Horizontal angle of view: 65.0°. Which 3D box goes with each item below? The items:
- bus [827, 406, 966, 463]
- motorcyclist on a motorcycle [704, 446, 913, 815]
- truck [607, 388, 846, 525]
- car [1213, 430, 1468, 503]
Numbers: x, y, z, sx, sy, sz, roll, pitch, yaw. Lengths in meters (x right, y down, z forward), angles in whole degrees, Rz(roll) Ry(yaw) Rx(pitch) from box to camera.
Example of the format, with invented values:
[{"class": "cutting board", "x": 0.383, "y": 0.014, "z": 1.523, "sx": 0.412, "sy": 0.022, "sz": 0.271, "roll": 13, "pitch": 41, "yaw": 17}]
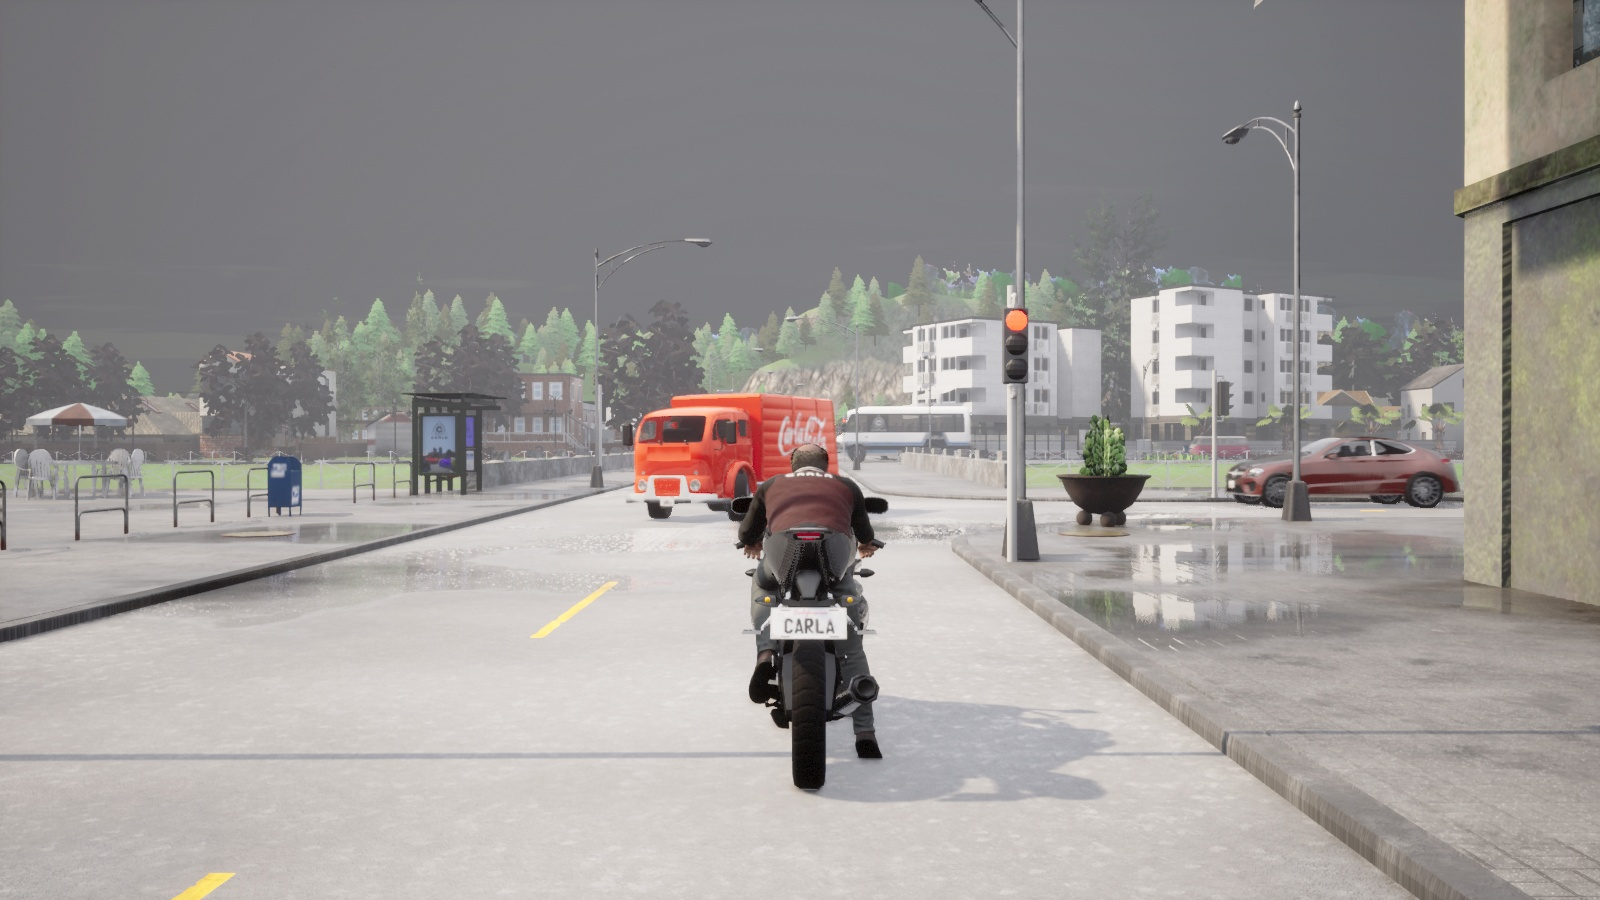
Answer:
[{"class": "bus", "x": 7.320, "y": -1.163, "z": 95.404, "sx": 10.273, "sy": 4.253, "sz": 3.944, "roll": 0, "pitch": 1, "yaw": 5}, {"class": "motorcyclist on a motorcycle", "x": 0.047, "y": 0.746, "z": 6.323, "sx": 0.866, "sy": 1.530, "sz": 2.191, "roll": 0, "pitch": 0, "yaw": 1}, {"class": "truck", "x": -1.331, "y": 0.112, "z": 25.532, "sx": 2.627, "sy": 2.467, "sz": 5.204, "roll": -1, "pitch": 0, "yaw": 26}, {"class": "car", "x": 12.534, "y": 0.369, "z": 29.385, "sx": 5.027, "sy": 1.651, "sz": 2.152, "roll": 0, "pitch": 0, "yaw": 0}]
